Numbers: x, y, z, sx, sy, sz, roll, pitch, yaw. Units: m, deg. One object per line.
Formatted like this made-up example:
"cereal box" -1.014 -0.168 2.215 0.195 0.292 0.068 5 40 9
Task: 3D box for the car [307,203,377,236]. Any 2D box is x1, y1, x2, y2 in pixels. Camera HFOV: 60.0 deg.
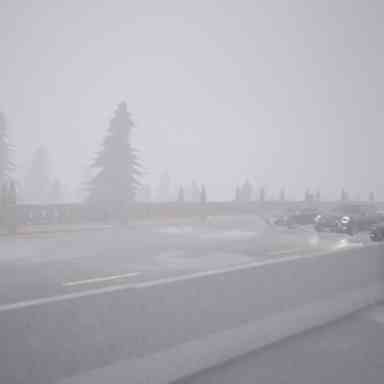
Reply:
"car" 9.034 1.451 19.034 4.553 1.767 2.097 0 0 -35

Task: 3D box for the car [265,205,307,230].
"car" 6.877 1.592 21.795 4.902 1.511 2.128 1 0 -35

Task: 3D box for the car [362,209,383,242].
"car" 10.136 1.657 15.521 4.181 1.385 1.994 0 0 -35
